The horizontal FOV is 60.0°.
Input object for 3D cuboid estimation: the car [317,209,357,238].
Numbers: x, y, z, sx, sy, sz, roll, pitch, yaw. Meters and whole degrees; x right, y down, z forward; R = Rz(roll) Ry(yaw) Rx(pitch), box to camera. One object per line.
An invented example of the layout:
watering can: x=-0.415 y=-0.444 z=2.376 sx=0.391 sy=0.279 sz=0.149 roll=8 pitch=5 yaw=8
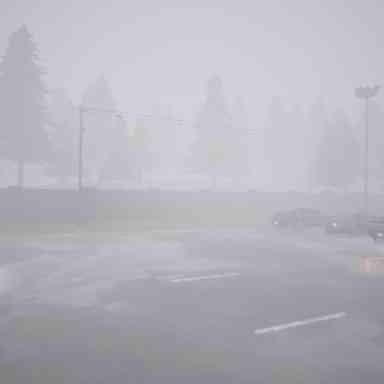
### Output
car: x=9.673 y=1.797 z=19.224 sx=4.181 sy=1.385 sz=1.994 roll=1 pitch=0 yaw=-26

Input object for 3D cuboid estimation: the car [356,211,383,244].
car: x=10.488 y=1.708 z=15.729 sx=4.902 sy=1.511 sz=2.128 roll=1 pitch=0 yaw=-26

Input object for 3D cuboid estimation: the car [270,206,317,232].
car: x=7.497 y=1.736 z=22.059 sx=4.892 sy=1.490 sz=1.837 roll=1 pitch=0 yaw=-26
